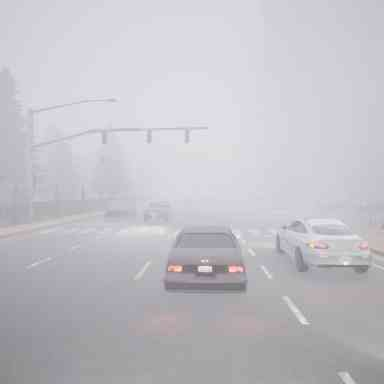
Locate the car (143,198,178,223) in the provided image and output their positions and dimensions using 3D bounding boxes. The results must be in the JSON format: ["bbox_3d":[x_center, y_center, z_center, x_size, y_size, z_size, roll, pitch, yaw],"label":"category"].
[{"bbox_3d":[-2.565,1.491,25.924,2.128,1.511,4.902,0,0,2],"label":"car"}]

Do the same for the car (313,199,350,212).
[{"bbox_3d":[16.997,1.547,39.615,4.902,1.511,2.128,0,0,3],"label":"car"}]

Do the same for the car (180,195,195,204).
[{"bbox_3d":[-1.037,1.477,61.603,1.882,1.535,5.008,0,0,3],"label":"car"}]

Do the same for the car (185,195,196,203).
[{"bbox_3d":[-0.311,1.500,71.707,1.837,1.490,4.892,0,0,5],"label":"car"}]

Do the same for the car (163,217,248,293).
[{"bbox_3d":[0.380,1.547,8.988,2.033,1.411,5.357,0,0,3],"label":"car"}]

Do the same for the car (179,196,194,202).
[{"bbox_3d":[-1.314,1.595,80.946,1.895,1.301,4.718,0,0,23],"label":"car"}]

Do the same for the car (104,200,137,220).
[{"bbox_3d":[-5.967,1.477,28.355,1.882,1.535,5.008,0,0,2],"label":"car"}]

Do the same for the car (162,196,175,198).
[{"bbox_3d":[-4.664,1.601,58.830,1.895,1.301,4.718,0,0,3],"label":"car"}]

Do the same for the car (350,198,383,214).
[{"bbox_3d":[20.162,1.407,35.994,4.553,1.767,2.097,0,0,2],"label":"car"}]

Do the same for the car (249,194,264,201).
[{"bbox_3d":[17.008,1.540,87.807,5.357,1.411,2.033,0,0,-35],"label":"car"}]

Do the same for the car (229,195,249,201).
[{"bbox_3d":[11.994,1.525,88.171,4.902,1.511,2.128,0,0,-44],"label":"car"}]

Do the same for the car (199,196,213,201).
[{"bbox_3d":[3.556,1.595,82.928,1.895,1.301,4.718,0,0,28],"label":"car"}]

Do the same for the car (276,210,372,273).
[{"bbox_3d":[3.963,1.526,10.614,1.812,1.442,4.674,0,0,3],"label":"car"}]
